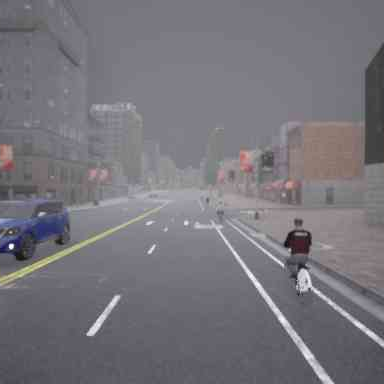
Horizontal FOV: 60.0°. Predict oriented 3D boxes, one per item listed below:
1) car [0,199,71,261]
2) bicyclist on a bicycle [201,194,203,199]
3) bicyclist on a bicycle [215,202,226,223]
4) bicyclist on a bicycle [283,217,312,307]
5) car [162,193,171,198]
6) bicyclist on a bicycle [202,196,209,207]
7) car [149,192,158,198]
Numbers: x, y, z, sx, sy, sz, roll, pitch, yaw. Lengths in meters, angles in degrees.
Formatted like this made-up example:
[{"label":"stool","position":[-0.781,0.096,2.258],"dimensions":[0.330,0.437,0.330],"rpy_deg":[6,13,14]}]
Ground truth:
[{"label":"car","position":[-6.594,1.303,13.015],"dimensions":[2.150,2.045,5.566],"rpy_deg":[0,0,0]},{"label":"bicyclist on a bicycle","position":[2.241,1.277,72.073],"dimensions":[0.866,1.612,1.509],"rpy_deg":[0,1,0]},{"label":"bicyclist on a bicycle","position":[2.219,1.570,25.753],"dimensions":[0.866,1.612,1.509],"rpy_deg":[0,0,0]},{"label":"bicyclist on a bicycle","position":[2.249,1.420,7.230],"dimensions":[0.659,1.776,1.843],"rpy_deg":[0,0,0]},{"label":"car","position":[-6.519,0.846,84.422],"dimensions":[1.895,1.301,4.718],"rpy_deg":[0,1,0]},{"label":"bicyclist on a bicycle","position":[2.241,1.511,48.581],"dimensions":[0.659,1.776,1.843],"rpy_deg":[0,1,0]},{"label":"car","position":[-9.769,0.802,84.451],"dimensions":[1.994,1.385,4.181],"rpy_deg":[0,1,0]}]
